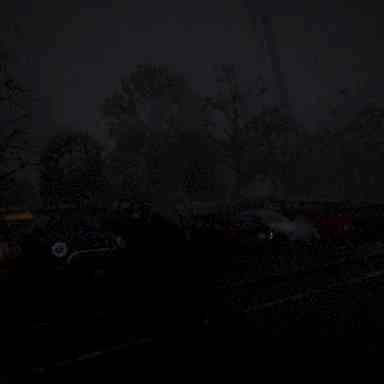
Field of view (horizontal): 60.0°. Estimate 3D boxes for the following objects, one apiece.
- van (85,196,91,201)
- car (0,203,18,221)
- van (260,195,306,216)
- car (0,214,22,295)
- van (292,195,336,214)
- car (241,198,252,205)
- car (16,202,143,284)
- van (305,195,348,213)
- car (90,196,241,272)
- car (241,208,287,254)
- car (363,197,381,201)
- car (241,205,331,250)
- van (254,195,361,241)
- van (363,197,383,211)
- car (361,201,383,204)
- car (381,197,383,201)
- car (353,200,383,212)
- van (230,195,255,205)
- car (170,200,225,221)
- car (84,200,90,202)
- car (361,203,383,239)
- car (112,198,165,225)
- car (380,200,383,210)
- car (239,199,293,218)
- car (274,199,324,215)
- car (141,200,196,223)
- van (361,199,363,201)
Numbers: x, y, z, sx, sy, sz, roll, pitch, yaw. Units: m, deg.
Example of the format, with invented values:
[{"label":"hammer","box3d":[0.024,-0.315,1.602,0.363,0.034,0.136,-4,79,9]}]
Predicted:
[{"label":"van","box3d":[-6.480,1.265,23.835,1.878,1.987,4.442,0,0,-35]},{"label":"car","box3d":[-10.818,1.467,20.378,1.946,1.575,5.366,0,0,-35]},{"label":"van","box3d":[9.458,1.346,34.883,1.878,1.987,4.442,0,0,-35]},{"label":"car","box3d":[-5.786,1.466,8.142,2.097,1.535,5.008,0,0,-35]},{"label":"van","box3d":[13.851,1.384,38.008,1.878,1.987,4.442,1,0,-35]},{"label":"car","box3d":[2.621,1.539,30.156,2.231,1.521,4.892,0,0,-35]},{"label":"car","box3d":[-3.537,1.344,9.772,2.185,1.767,4.553,0,0,-35]},{"label":"van","box3d":[16.081,1.443,39.880,1.878,1.987,4.442,1,-1,-35]},{"label":"car","box3d":[-1.244,1.227,11.330,2.435,2.045,5.566,0,0,-35]},{"label":"car","box3d":[0.985,1.520,12.986,2.163,1.488,4.792,0,0,-35]},{"label":"car","box3d":[20.578,1.527,42.900,2.435,2.045,5.566,1,-1,-35]},{"label":"car","box3d":[3.262,1.542,14.572,2.002,1.452,4.674,0,0,-35]},{"label":"van","box3d":[5.459,1.288,16.275,1.878,1.987,4.442,0,0,-35]},{"label":"van","box3d":[27.265,1.721,47.833,1.878,1.987,4.442,1,-1,-35]},{"label":"car","box3d":[12.329,1.578,20.981,2.163,1.488,4.792,0,0,-35]},{"label":"car","box3d":[22.919,1.837,44.593,2.097,1.535,5.008,1,-1,-35]},{"label":"car","box3d":[25.175,1.933,46.201,2.002,1.452,4.674,1,-1,-35]},{"label":"van","box3d":[4.808,1.323,31.863,1.878,1.987,4.442,0,0,-35]},{"label":"car","box3d":[0.363,1.526,28.552,2.097,1.535,5.008,0,0,-35]},{"label":"car","box3d":[-8.667,1.481,22.128,2.231,1.521,4.892,0,0,-35]},{"label":"car","box3d":[7.786,1.525,17.793,2.097,1.535,5.008,0,0,-35]},{"label":"car","box3d":[-4.137,1.377,25.319,2.185,1.767,4.553,0,0,-35]},{"label":"car","box3d":[31.948,2.061,51.014,2.097,1.535,5.008,1,-1,-35]},{"label":"car","box3d":[7.241,1.558,33.223,1.946,1.575,5.366,0,0,-35]},{"label":"car","box3d":[11.644,1.584,36.587,2.097,1.535,5.008,0,0,-35]},{"label":"car","box3d":[-1.997,1.514,26.873,2.097,1.535,5.008,0,0,-35]},{"label":"van","box3d":[18.236,1.497,41.413,1.878,1.987,4.442,1,-1,-35]}]
